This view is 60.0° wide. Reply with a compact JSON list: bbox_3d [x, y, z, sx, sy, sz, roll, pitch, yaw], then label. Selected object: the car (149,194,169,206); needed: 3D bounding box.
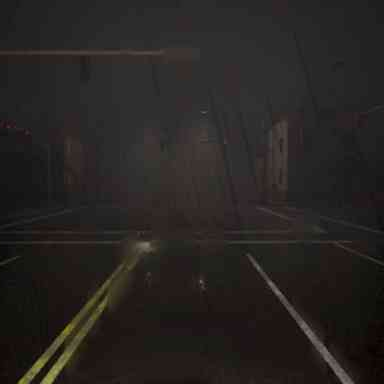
[{"bbox_3d":[-3.505,0.970,35.800,1.837,1.490,4.892,0,-4,0],"label":"car"}]
